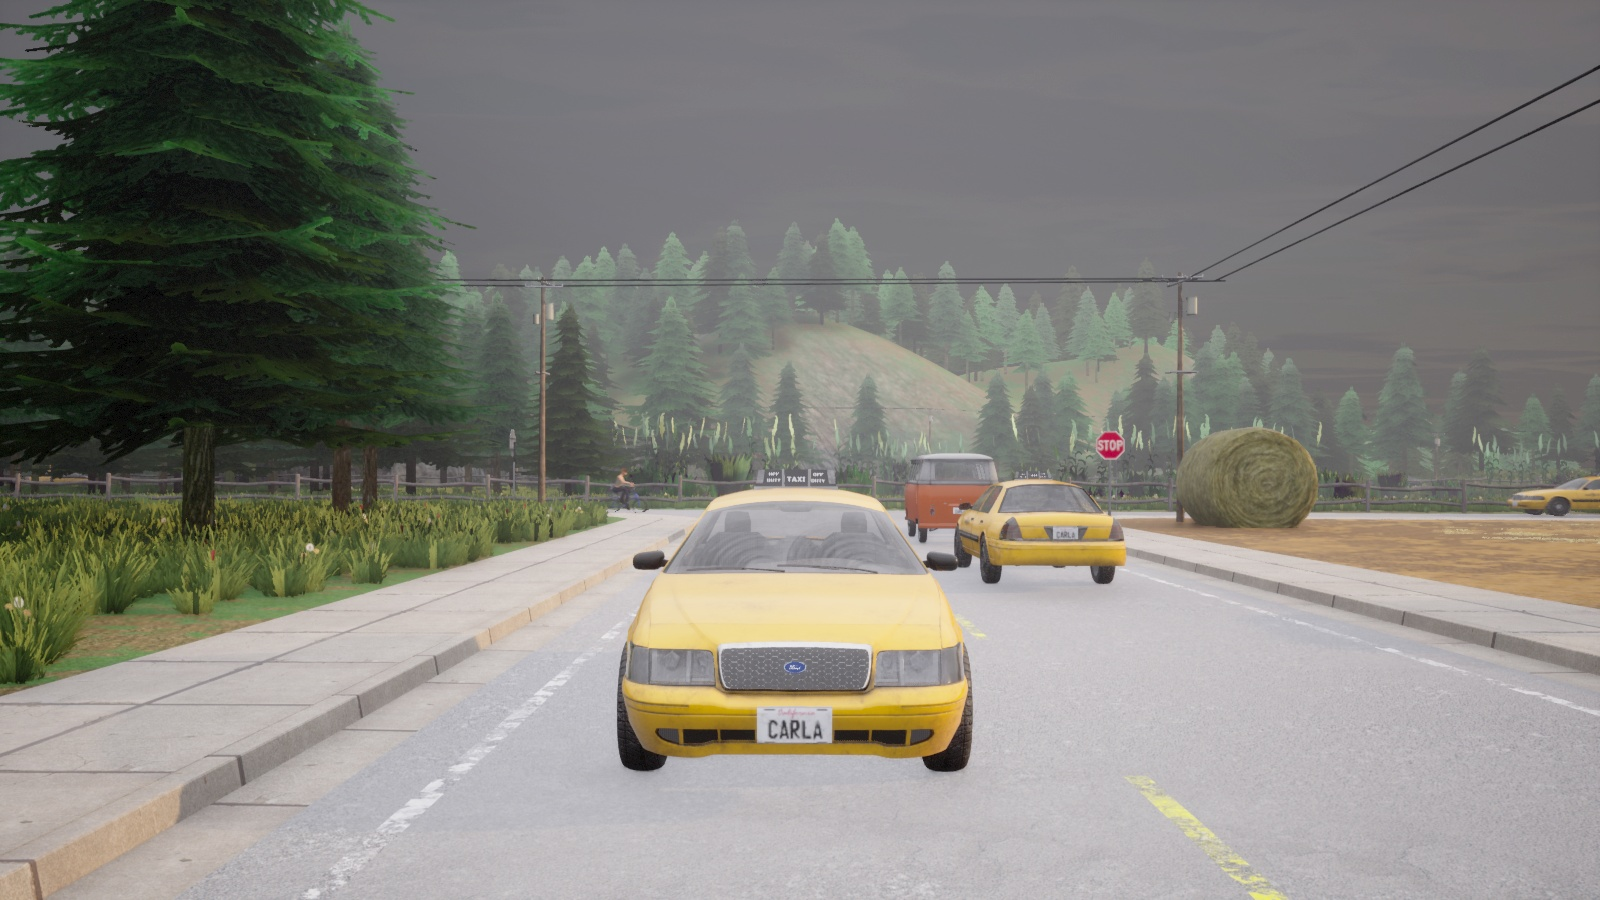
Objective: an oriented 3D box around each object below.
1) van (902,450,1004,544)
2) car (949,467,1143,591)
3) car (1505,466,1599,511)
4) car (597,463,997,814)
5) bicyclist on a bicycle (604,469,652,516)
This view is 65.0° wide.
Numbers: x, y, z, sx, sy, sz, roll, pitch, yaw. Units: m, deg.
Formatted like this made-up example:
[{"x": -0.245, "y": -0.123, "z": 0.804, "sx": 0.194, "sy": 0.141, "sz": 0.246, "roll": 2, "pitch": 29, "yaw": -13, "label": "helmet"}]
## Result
[{"x": 3.424, "y": 1.038, "z": 28.899, "sx": 1.775, "sy": 1.987, "sz": 4.442, "roll": 0, "pitch": -1, "yaw": 0, "label": "van"}, {"x": 3.451, "y": 1.053, "z": 18.681, "sx": 1.801, "sy": 1.575, "sz": 5.366, "roll": 0, "pitch": -1, "yaw": 0, "label": "car"}, {"x": 28.650, "y": 1.363, "z": 45.307, "sx": 5.366, "sy": 1.575, "sz": 1.801, "roll": 0, "pitch": -1, "yaw": 3, "label": "car"}, {"x": -0.022, "y": 0.894, "z": 8.352, "sx": 1.801, "sy": 1.575, "sz": 5.366, "roll": 0, "pitch": -1, "yaw": 0, "label": "car"}, {"x": -5.944, "y": 1.467, "z": 43.386, "sx": 1.509, "sy": 1.612, "sz": 0.866, "roll": 0, "pitch": -1, "yaw": 2, "label": "bicyclist on a bicycle"}]
